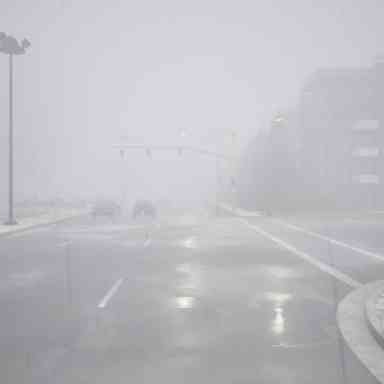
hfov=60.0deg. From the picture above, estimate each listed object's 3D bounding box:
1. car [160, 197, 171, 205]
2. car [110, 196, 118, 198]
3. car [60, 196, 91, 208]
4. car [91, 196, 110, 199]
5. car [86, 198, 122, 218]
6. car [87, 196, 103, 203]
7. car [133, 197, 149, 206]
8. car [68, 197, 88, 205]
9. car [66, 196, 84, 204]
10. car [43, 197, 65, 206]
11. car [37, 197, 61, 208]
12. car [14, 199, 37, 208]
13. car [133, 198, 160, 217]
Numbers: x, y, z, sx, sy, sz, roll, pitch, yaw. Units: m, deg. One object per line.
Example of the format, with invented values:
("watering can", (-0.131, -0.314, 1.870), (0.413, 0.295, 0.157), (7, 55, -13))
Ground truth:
("car", (-4.653, 1.543, 56.211), (1.994, 1.385, 4.181), (0, 0, 0))
("car", (-16.252, 1.452, 67.658), (1.882, 1.535, 5.008), (0, 0, 0))
("car", (-16.292, 1.508, 46.774), (1.812, 1.442, 4.674), (0, 0, 3))
("car", (-16.301, 1.526, 57.323), (2.033, 1.411, 5.357), (0, 0, 1))
("car", (-7.755, 1.536, 30.495), (2.033, 1.411, 5.357), (0, 0, -2))
("car", (-19.751, 1.568, 67.788), (1.895, 1.301, 4.718), (0, 0, 0))
("car", (-8.156, 1.580, 54.021), (1.895, 1.301, 4.718), (0, 0, 0))
("car", (-19.799, 1.542, 57.713), (1.994, 1.385, 4.181), (0, 0, 0))
("car", (-23.253, 1.527, 66.169), (1.994, 1.385, 4.181), (0, 0, 0))
("car", (-23.304, 1.542, 56.361), (1.994, 1.385, 4.181), (0, 0, 0))
("car", (-19.786, 1.459, 47.712), (1.882, 1.535, 5.008), (0, 0, 0))
("car", (-23.280, 1.583, 47.170), (1.895, 1.301, 4.718), (0, 0, 0))
("car", (-4.254, 1.493, 30.525), (1.837, 1.490, 4.892), (0, 0, -2))
